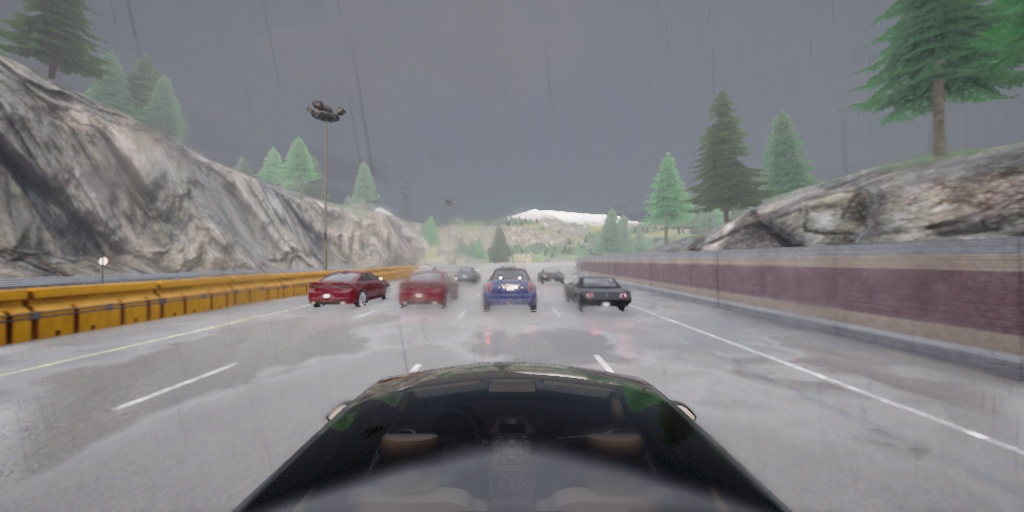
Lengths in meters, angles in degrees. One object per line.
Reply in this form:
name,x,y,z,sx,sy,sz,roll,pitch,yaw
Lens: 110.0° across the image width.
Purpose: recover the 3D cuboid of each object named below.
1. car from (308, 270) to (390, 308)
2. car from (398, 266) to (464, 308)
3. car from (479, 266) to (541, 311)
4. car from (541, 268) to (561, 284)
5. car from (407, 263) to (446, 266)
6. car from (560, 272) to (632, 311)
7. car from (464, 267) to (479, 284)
car,-7.079,1.385,16.138,1.882,1.535,5.008,0,0,0
car,-3.579,1.385,16.189,1.882,1.535,5.008,0,0,0
car,-0.076,1.251,15.412,2.097,1.767,4.553,0,-1,0
car,3.240,1.663,30.277,1.895,1.301,4.718,0,-1,0
car,-7.251,1.592,30.792,1.812,1.442,4.674,0,0,0
car,3.423,1.499,15.284,1.895,1.301,4.718,0,-1,0
car,-3.755,1.628,30.430,1.994,1.385,4.181,0,-1,0
